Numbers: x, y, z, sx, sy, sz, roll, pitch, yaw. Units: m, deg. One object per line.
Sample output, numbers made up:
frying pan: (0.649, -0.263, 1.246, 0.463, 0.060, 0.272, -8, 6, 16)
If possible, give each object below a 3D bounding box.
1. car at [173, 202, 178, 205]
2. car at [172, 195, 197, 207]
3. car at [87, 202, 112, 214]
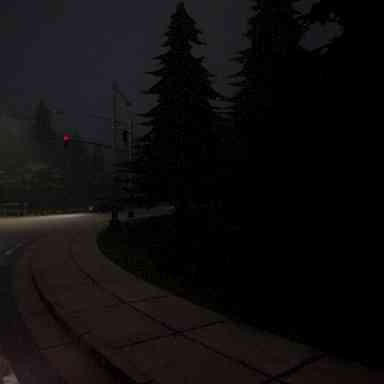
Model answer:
car: (-0.517, 1.352, 45.265, 2.097, 1.767, 4.553, 0, 0, 27)
car: (-1.127, 1.352, 52.132, 2.097, 1.767, 4.553, 0, 0, 28)
car: (-9.297, 1.491, 36.269, 2.128, 1.511, 4.902, 0, 0, 26)
